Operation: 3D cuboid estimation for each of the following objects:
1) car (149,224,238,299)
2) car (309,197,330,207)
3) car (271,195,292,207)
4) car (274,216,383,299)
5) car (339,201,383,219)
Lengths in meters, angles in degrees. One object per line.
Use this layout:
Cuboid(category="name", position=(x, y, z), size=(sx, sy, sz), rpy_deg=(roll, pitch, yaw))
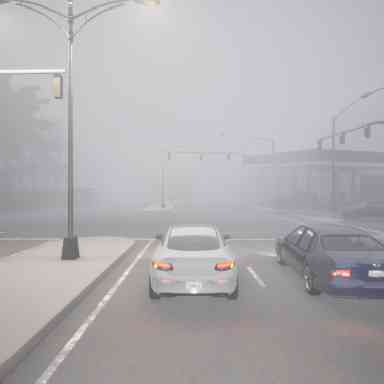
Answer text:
Cuboid(category="car", position=(0.029, 1.526, 8.303), size=(1.812, 1.442, 4.674), rpy_deg=(0, 0, 0))
Cuboid(category="car", position=(18.622, 1.456, 48.737), size=(1.970, 1.475, 3.806), rpy_deg=(0, 0, 0))
Cuboid(category="car", position=(12.882, 1.295, 47.935), size=(2.242, 1.667, 4.611), rpy_deg=(0, 0, 0))
Cuboid(category="car", position=(3.508, 1.547, 8.611), size=(2.033, 1.411, 5.357), rpy_deg=(0, 0, 3))
Cuboid(category="car", position=(14.744, 1.526, 27.801), size=(4.674, 1.442, 1.812), rpy_deg=(0, 0, -1))
